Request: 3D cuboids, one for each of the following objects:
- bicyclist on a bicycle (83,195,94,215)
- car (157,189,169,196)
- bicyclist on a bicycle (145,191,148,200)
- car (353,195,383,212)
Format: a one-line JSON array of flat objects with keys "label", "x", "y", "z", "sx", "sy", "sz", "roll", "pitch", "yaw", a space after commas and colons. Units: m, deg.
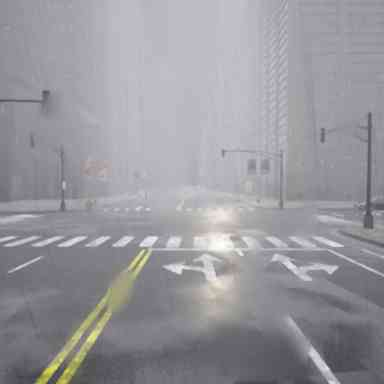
[{"label": "bicyclist on a bicycle", "x": -8.564, "y": 1.064, "z": 27.639, "sx": 0.866, "sy": 1.612, "sz": 1.509, "roll": 0, "pitch": 1, "yaw": 2}, {"label": "car", "x": -6.287, "y": 0.098, "z": 76.452, "sx": 1.882, "sy": 1.535, "sz": 5.008, "roll": 0, "pitch": 1, "yaw": 0}, {"label": "bicyclist on a bicycle", "x": -8.586, "y": 0.636, "z": 62.327, "sx": 0.582, "sy": 1.620, "sz": 1.656, "roll": 0, "pitch": 1, "yaw": 0}, {"label": "car", "x": 16.762, "y": 0.956, "z": 29.915, "sx": 4.097, "sy": 1.590, "sz": 1.967, "roll": 0, "pitch": 2, "yaw": 0}]
